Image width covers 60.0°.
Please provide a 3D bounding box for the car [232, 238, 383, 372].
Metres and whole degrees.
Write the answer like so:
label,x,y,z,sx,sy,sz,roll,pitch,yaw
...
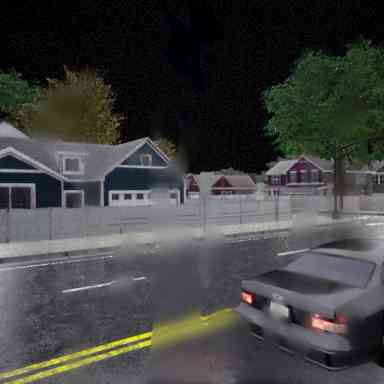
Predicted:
label,x,y,z,sx,sy,sz,roll,pitch,yaw
car,3.143,1.539,5.709,5.357,1.411,2.033,0,0,-36
